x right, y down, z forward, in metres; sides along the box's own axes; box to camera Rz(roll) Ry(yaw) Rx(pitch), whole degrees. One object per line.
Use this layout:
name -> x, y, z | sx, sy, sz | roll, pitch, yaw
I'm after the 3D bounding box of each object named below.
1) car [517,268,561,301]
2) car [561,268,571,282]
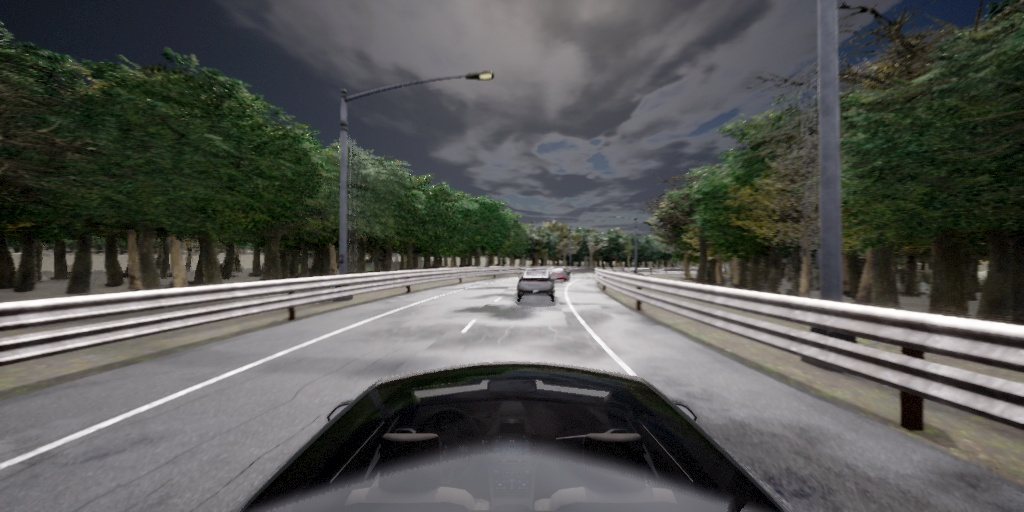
car -> 1.340, 1.455, 18.830 | 2.128, 1.511, 4.902 | 0, -1, 6
car -> 4.820, 1.860, 36.640 | 1.994, 1.385, 4.181 | 0, -1, 15
